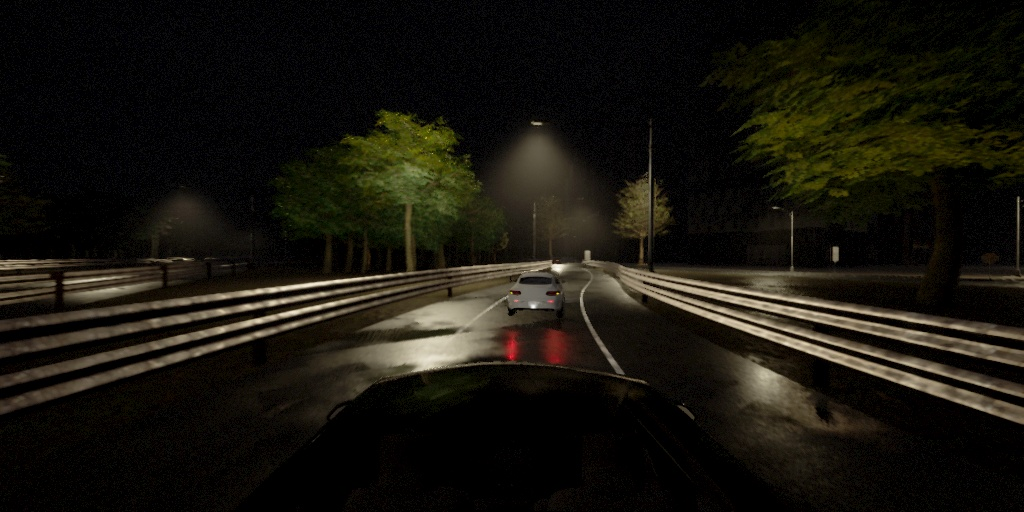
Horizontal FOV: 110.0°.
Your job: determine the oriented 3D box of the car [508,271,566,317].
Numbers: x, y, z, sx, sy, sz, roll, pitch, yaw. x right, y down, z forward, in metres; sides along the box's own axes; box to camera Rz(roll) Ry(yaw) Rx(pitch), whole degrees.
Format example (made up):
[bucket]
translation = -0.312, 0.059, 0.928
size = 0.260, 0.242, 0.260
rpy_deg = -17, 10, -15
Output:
[car]
translation = 0.988, 1.288, 13.195
size = 1.812, 1.442, 4.674
rpy_deg = 0, 0, 8
